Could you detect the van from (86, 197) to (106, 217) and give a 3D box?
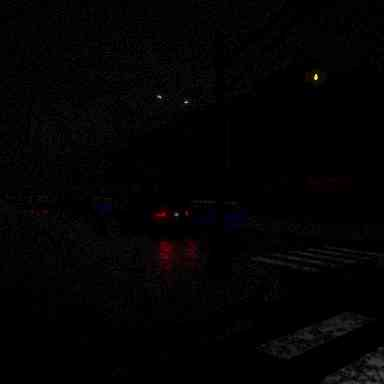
[{"bbox_3d":[-8.403,1.422,31.888,1.690,1.788,3.998,0,0,-36],"label":"van"}]

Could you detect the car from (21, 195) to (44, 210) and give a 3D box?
[{"bbox_3d":[-21.823,1.493,46.124,2.097,1.767,4.553,0,0,-36],"label":"car"}]

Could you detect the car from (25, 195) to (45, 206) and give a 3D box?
[{"bbox_3d":[-27.648,1.502,58.513,2.192,1.841,5.009,0,0,-36],"label":"car"}]

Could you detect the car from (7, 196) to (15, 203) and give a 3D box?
[{"bbox_3d":[-40.478,1.698,76.264,1.967,1.590,4.097,0,0,-36],"label":"car"}]

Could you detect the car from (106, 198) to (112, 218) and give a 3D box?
[{"bbox_3d":[-5.195,1.504,27.451,1.967,1.590,4.097,0,0,-36],"label":"car"}]

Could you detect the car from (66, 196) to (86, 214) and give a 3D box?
[{"bbox_3d":[-11.611,1.413,36.323,2.192,1.841,5.009,0,0,-36],"label":"car"}]

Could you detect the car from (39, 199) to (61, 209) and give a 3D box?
[{"bbox_3d":[-21.233,1.703,49.638,2.008,1.369,4.403,0,0,-36],"label":"car"}]

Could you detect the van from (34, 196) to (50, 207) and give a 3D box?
[{"bbox_3d":[-24.441,1.511,54.076,1.690,1.788,3.998,0,0,-36],"label":"van"}]

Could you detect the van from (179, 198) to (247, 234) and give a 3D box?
[{"bbox_3d":[1.219,1.374,18.576,1.690,1.788,3.998,0,0,-36],"label":"van"}]

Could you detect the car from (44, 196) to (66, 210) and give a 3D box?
[{"bbox_3d":[-18.026,1.449,45.201,2.192,1.841,5.009,0,0,-36],"label":"car"}]

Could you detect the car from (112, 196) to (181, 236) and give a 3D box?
[{"bbox_3d":[-2.362,1.259,19.205,2.150,2.045,5.566,0,0,-36],"label":"car"}]

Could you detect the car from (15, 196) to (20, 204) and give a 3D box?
[{"bbox_3d":[-34.162,1.749,67.526,1.752,1.417,4.829,0,0,-36],"label":"car"}]

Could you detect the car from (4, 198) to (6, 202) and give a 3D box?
[{"bbox_3d":[-43.785,1.802,80.839,1.752,1.417,4.829,0,0,-36],"label":"car"}]

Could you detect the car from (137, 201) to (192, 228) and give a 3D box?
[{"bbox_3d":[-1.988,1.488,23.013,1.967,1.590,4.097,0,0,-36],"label":"car"}]
